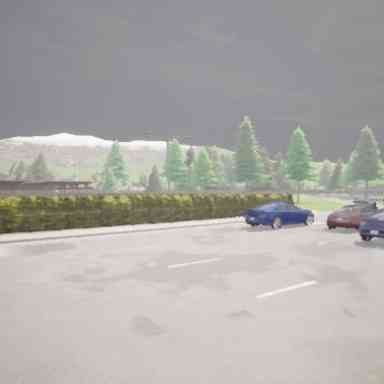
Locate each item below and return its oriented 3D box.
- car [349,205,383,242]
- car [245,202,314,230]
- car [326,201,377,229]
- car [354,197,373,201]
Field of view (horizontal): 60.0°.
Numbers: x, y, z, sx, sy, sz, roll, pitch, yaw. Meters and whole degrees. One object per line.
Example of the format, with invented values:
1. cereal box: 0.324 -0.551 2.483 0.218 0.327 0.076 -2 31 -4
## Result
1. car: 9.111 1.428 14.564 4.674 1.442 1.812 0 0 -36
2. car: 5.469 1.377 20.548 5.008 1.535 1.882 -1 0 -35
3. car: 9.676 1.447 19.250 4.181 1.385 1.994 0 0 -35
4. car: 17.442 1.284 33.732 2.128 1.511 4.902 0 0 36
